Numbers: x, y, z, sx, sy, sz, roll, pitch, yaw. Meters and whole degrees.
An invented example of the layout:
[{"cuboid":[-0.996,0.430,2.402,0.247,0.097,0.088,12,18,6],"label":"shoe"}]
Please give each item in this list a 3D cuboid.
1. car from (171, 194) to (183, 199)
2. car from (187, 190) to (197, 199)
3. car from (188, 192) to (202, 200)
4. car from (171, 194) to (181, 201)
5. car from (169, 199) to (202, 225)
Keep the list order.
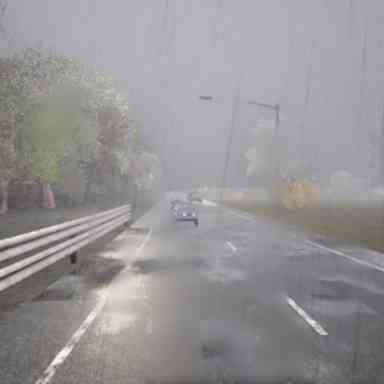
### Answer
[{"cuboid":[-2.215,1.330,50.414,1.895,1.301,4.718,0,0,-3],"label":"car"},{"cuboid":[0.111,0.669,69.001,2.150,2.045,5.566,0,0,-3],"label":"car"},{"cuboid":[0.718,1.176,58.568,1.837,1.490,4.892,0,0,-3],"label":"car"},{"cuboid":[-3.424,1.172,69.554,1.994,1.385,4.181,0,0,-3],"label":"car"},{"cuboid":[-0.601,1.427,22.943,2.033,1.411,5.357,0,0,-4],"label":"car"}]
